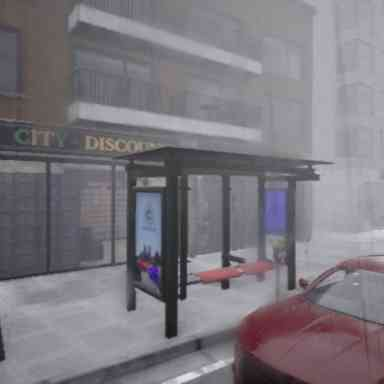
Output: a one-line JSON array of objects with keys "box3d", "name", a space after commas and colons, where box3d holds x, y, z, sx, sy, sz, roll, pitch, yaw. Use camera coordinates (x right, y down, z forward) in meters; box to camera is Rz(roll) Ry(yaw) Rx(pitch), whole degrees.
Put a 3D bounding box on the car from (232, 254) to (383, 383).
[{"box3d": [2.502, 1.541, 4.183, 4.507, 1.381, 1.887, 0, 0, -35], "name": "car"}]
